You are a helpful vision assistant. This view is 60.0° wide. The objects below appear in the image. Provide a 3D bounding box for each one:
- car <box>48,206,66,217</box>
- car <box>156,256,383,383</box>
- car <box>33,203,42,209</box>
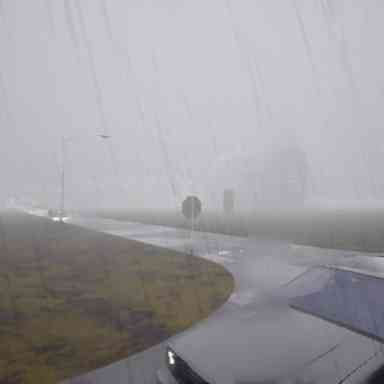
[{"bbox_3d":[-19.608,2.815,48.297,2.128,1.511,4.902,2,-2,-32],"label":"car"},{"bbox_3d":[2.305,1.581,4.093,5.357,1.411,2.033,1,0,-32],"label":"car"},{"bbox_3d":[-39.942,3.665,86.000,1.837,1.490,4.892,2,-2,-32],"label":"car"}]
